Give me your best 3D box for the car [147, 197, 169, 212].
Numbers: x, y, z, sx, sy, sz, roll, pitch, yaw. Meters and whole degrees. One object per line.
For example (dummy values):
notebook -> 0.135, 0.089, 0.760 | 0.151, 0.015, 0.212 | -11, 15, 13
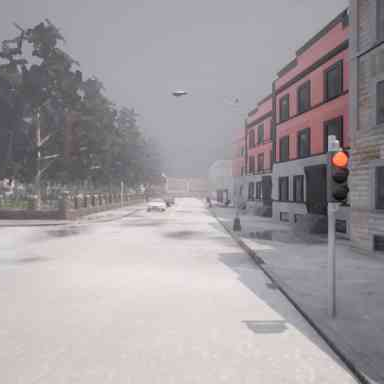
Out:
car -> -4.055, 1.521, 38.931 | 1.812, 1.442, 4.674 | 0, 0, 0

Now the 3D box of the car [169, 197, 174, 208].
car -> -4.056, 1.594, 49.026 | 1.895, 1.301, 4.718 | 0, 0, 0
